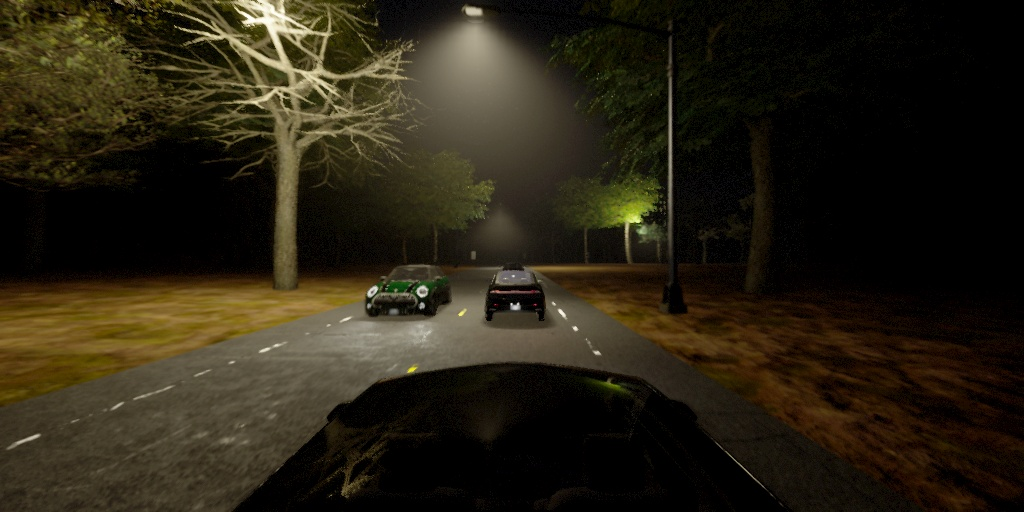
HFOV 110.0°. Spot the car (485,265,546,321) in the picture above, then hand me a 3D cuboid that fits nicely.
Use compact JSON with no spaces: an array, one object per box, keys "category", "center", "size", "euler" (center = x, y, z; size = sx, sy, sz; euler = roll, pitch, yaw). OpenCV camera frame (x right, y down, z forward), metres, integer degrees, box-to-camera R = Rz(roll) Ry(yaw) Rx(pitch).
[{"category":"car","center":[0.102,1.248,12.560],"size":[2.128,1.511,4.902],"euler":[0,0,0]}]

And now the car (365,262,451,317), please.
[{"category":"car","center":[-3.595,1.109,13.150],"size":[2.097,1.767,4.553],"euler":[0,0,0]}]

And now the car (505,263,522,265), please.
[{"category":"car","center":[0.106,1.282,29.778],"size":[1.837,1.490,4.892],"euler":[0,0,0]}]
